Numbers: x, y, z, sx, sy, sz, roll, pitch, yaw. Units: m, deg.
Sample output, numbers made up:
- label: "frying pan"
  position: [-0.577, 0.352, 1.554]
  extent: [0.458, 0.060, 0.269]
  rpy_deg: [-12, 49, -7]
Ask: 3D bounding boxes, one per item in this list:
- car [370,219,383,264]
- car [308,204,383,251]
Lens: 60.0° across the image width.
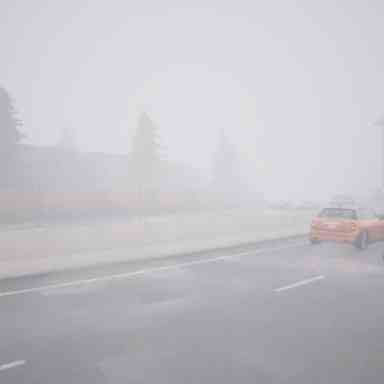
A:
- label: "car"
  position: [7.595, 1.554, 10.122]
  extent: [5.357, 1.411, 2.033]
  rpy_deg: [0, 0, -42]
- label: "car"
  position: [7.022, 1.364, 14.463]
  extent: [4.553, 1.767, 2.097]
  rpy_deg: [0, 0, -43]
